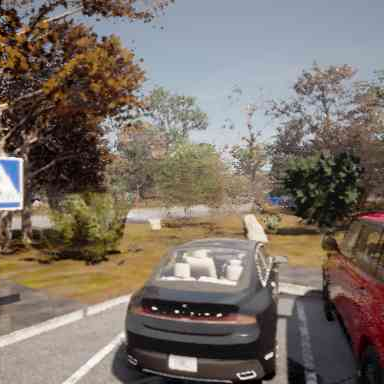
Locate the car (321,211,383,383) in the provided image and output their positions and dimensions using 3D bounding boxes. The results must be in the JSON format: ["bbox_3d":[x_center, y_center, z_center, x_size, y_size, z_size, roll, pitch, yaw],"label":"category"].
[{"bbox_3d":[2.961,1.238,4.046,2.435,2.045,5.566,-1,-1,15],"label":"car"}]

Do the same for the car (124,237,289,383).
[{"bbox_3d":[0.531,1.517,5.732,2.231,1.521,4.892,-1,-1,15],"label":"car"}]

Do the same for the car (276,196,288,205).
[{"bbox_3d":[17.736,1.735,60.041,4.181,1.385,1.994,-3,1,-36],"label":"car"}]

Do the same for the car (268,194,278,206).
[{"bbox_3d":[15.213,1.457,62.545,5.566,2.045,2.150,-3,1,-36],"label":"car"}]
